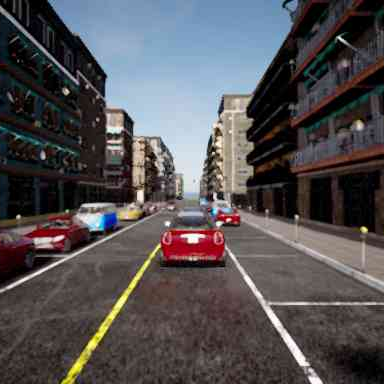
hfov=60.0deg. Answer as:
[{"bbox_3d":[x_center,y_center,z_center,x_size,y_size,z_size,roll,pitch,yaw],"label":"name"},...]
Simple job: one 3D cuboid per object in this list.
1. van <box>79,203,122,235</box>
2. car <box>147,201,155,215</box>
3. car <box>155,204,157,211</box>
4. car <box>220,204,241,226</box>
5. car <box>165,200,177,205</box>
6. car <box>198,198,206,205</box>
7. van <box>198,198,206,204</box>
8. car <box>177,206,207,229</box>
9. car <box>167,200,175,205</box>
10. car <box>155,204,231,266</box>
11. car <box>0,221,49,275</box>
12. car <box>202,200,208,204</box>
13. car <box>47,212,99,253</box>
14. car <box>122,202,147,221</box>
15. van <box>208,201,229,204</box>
[{"bbox_3d":[-5.695,1.586,20.212,1.690,1.788,3.998,0,-1,0],"label":"van"},{"bbox_3d":[-5.694,2.029,37.192,1.947,1.339,4.313,0,-1,0],"label":"car"},{"bbox_3d":[-5.737,2.005,44.704,1.967,1.590,4.097,0,-1,0],"label":"car"},{"bbox_3d":[2.686,1.861,25.844,1.887,1.381,4.507,0,-1,0],"label":"car"},{"bbox_3d":[-3.048,2.170,50.449,1.812,1.442,4.674,0,-1,0],"label":"car"},{"bbox_3d":[2.724,2.586,91.881,2.192,1.841,5.009,-1,-1,0],"label":"car"},{"bbox_3d":[2.814,2.524,86.384,1.690,1.788,3.998,-1,-1,0],"label":"van"},{"bbox_3d":[0.022,1.855,25.174,2.033,1.411,5.357,0,-1,0],"label":"car"},{"bbox_3d":[-5.839,2.854,91.927,1.802,1.307,4.206,-1,-1,0],"label":"car"},{"bbox_3d":[0.046,1.497,12.219,2.097,1.767,4.553,0,-1,0],"label":"car"},{"bbox_3d":[-5.694,1.688,8.886,1.802,1.307,4.206,0,-1,0],"label":"car"},{"bbox_3d":[2.794,2.199,48.483,1.802,1.307,4.206,0,-1,0],"label":"car"},{"bbox_3d":[-5.694,1.756,14.547,1.802,1.307,4.206,0,-1,0],"label":"car"},{"bbox_3d":[-5.694,1.912,31.361,1.752,1.417,4.829,0,-1,0],"label":"car"},{"bbox_3d":[2.685,1.730,31.507,1.690,1.788,3.998,0,-1,0],"label":"van"}]
